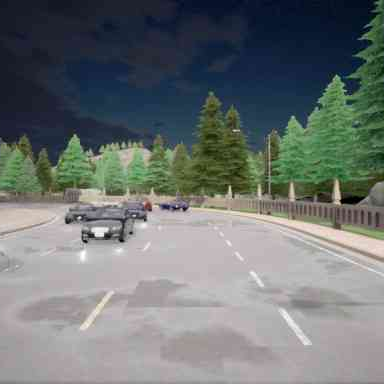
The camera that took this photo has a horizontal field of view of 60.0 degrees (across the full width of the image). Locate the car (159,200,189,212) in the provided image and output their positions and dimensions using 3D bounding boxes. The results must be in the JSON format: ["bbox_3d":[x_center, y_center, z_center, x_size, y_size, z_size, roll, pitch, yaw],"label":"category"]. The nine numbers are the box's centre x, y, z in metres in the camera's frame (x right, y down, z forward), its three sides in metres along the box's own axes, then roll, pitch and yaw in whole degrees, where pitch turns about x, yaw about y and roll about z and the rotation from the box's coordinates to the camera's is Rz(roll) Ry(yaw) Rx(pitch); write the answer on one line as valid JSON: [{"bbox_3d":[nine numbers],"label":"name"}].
[{"bbox_3d":[-2.221,1.601,38.762,1.895,1.301,4.718,0,0,-28],"label":"car"}]

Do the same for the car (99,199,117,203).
[{"bbox_3d":[-12.178,1.601,46.360,1.895,1.301,4.718,0,0,-43],"label":"car"}]

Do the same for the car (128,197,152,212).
[{"bbox_3d":[-6.387,1.352,38.880,2.097,1.767,4.553,0,0,-30],"label":"car"}]

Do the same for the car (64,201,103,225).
[{"bbox_3d":[-7.887,1.564,24.240,1.994,1.385,4.181,0,0,-10],"label":"car"}]

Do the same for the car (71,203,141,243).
[{"bbox_3d":[-3.942,1.491,16.141,2.128,1.511,4.902,0,0,-3],"label":"car"}]

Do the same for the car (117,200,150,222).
[{"bbox_3d":[-4.658,1.564,26.214,1.994,1.385,4.181,0,0,-13],"label":"car"}]

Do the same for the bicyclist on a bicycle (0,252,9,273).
[{"bbox_3d":[-5.788,1.478,8.823,1.656,1.620,0.582,1,14,-19],"label":"bicyclist on a bicycle"}]

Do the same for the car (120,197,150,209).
[{"bbox_3d":[-8.101,1.505,47.245,1.837,1.490,4.892,0,0,-43],"label":"car"}]
